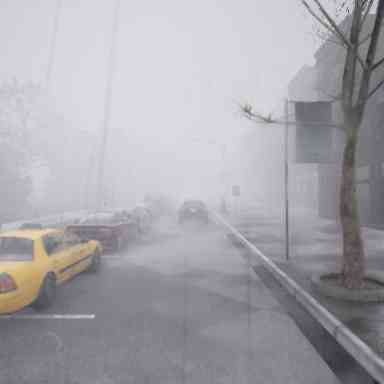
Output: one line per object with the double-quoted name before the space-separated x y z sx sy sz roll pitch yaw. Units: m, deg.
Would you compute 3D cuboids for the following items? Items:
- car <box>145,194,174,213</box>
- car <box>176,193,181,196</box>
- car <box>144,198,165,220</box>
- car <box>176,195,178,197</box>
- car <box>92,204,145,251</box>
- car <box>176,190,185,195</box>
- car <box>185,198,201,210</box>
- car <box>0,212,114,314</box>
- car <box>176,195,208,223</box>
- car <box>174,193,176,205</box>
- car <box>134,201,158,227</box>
"car" -3.644 1.213 34.322 2.435 2.045 5.566 0 0 2
"car" -3.633 1.407 58.828 1.946 1.575 5.366 0 1 2
"car" -3.646 1.493 25.370 2.097 1.535 5.008 0 0 2
"car" -3.653 1.501 47.581 2.163 1.488 4.792 -1 1 2
"car" -3.649 1.514 14.272 2.097 1.535 5.008 0 0 2
"car" -3.613 1.005 78.221 2.185 1.767 4.553 2 2 2
"car" 0.108 1.534 42.913 1.994 1.385 4.181 0 0 0
"car" -3.643 1.498 7.891 1.946 1.575 5.366 0 0 2
"car" 0.104 1.346 25.366 2.097 1.767 4.553 0 0 0
"car" -3.645 1.333 41.976 2.185 1.767 4.553 0 1 2
"car" -3.648 1.514 19.828 2.231 1.521 4.892 0 0 2
